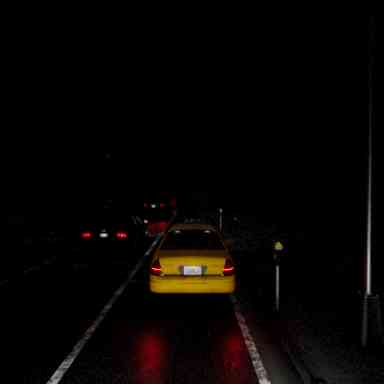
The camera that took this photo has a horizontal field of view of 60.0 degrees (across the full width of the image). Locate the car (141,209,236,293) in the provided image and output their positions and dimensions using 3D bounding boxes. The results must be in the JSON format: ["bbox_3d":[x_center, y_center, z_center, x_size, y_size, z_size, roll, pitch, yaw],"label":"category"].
[{"bbox_3d":[0.012,1.455,8.839,1.801,1.575,5.366,0,0,0],"label":"car"}]

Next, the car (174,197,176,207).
[{"bbox_3d":[-3.011,1.354,45.921,2.097,1.767,4.553,0,0,0],"label":"car"}]

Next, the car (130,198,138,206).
[{"bbox_3d":[-8.886,1.553,44.099,2.008,1.369,4.403,-1,0,0],"label":"car"}]

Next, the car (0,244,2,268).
[{"bbox_3d":[-6.239,1.350,7.162,2.097,1.767,4.553,0,0,0],"label":"car"}]

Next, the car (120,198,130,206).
[{"bbox_3d":[-8.889,1.566,38.594,1.947,1.339,4.313,-1,0,0],"label":"car"}]

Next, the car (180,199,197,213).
[{"bbox_3d":[-0.365,1.545,38.587,1.887,1.381,4.507,-1,0,0],"label":"car"}]

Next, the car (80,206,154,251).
[{"bbox_3d":[-3.033,1.545,13.958,2.033,1.411,5.357,0,0,0],"label":"car"}]

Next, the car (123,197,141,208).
[{"bbox_3d":[-8.882,1.549,49.605,1.887,1.381,4.507,-1,0,0],"label":"car"}]

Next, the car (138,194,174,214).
[{"bbox_3d":[-3.121,1.221,29.661,2.150,2.045,5.566,0,0,0],"label":"car"}]

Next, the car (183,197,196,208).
[{"bbox_3d":[-0.357,1.549,49.598,1.887,1.381,4.507,-1,0,0],"label":"car"}]

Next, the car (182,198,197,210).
[{"bbox_3d":[-0.361,1.547,44.093,1.887,1.381,4.507,-1,0,0],"label":"car"}]

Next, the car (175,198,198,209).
[{"bbox_3d":[-0.368,1.565,33.083,1.947,1.339,4.313,-1,0,0],"label":"car"}]

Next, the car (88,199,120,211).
[{"bbox_3d":[-8.895,1.439,33.088,1.967,1.590,4.097,-1,0,0],"label":"car"}]
